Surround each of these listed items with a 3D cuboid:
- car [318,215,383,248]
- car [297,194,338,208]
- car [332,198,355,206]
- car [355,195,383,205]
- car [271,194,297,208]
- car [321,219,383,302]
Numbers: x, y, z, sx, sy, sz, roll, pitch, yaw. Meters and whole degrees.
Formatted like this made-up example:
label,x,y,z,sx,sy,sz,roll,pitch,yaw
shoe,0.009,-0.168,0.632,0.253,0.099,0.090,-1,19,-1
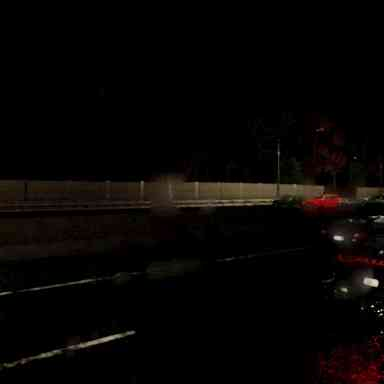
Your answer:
label,x,y,z,sx,sy,sz,roll,pitch,yaw
car,6.791,1.600,12.889,4.181,1.385,1.994,0,0,-35
car,16.040,1.333,41.209,5.566,2.045,2.150,0,0,-35
car,18.826,1.677,38.899,4.181,1.385,1.994,0,0,-35
car,20.196,1.332,35.580,5.566,2.045,2.150,0,0,-35
car,12.737,1.327,43.152,5.566,2.045,2.150,0,0,-35
car,5.285,1.501,7.511,5.008,1.535,1.882,0,0,-36
